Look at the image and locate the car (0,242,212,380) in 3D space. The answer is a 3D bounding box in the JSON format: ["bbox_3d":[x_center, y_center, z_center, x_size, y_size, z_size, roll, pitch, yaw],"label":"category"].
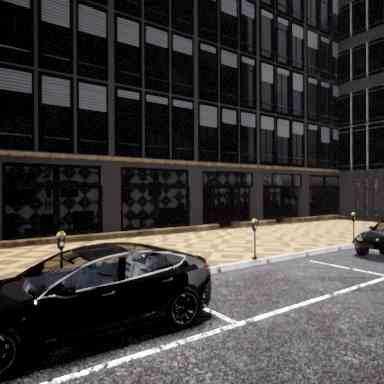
[{"bbox_3d":[-1.632,1.566,5.395,4.313,1.339,1.947,0,0,-35],"label":"car"}]

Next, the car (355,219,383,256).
[{"bbox_3d":[7.657,1.563,11.993,4.313,1.339,1.947,0,0,-35],"label":"car"}]
